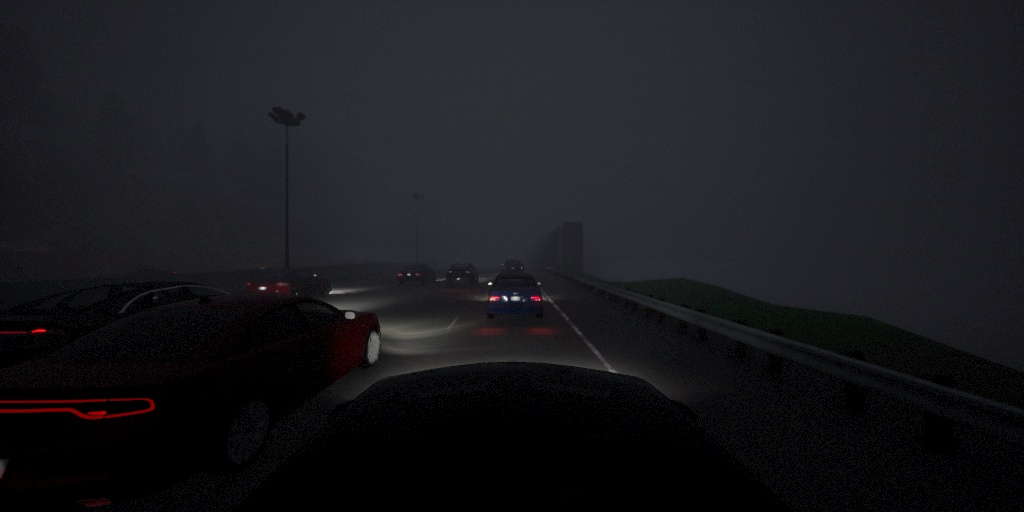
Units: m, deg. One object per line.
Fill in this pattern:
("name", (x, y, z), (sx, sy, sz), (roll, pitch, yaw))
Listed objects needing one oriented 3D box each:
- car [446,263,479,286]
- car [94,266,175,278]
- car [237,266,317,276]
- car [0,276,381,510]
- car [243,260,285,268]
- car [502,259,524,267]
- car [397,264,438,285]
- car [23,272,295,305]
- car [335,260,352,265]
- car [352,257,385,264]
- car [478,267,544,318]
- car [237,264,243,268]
("car", (-3.404, 1.243, 25.161), (2.128, 1.511, 4.902), (0, 0, 0))
("car", (-24.604, 1.318, 23.533), (1.994, 1.385, 4.181), (0, 0, 0))
("car", (-10.404, 1.316, 16.971), (1.994, 1.385, 4.181), (0, 0, 0))
("car", (-3.402, 1.228, 4.804), (1.882, 1.535, 5.008), (0, 0, 0))
("car", (-28.092, 1.233, 41.608), (1.882, 1.535, 5.008), (0, 0, 0))
("car", (0.091, 1.104, 34.207), (2.097, 1.767, 4.553), (0, 0, 0))
("car", (-6.906, 1.300, 26.523), (2.033, 1.411, 5.357), (0, 0, 0))
("car", (-6.902, 1.243, 7.088), (2.128, 1.511, 4.902), (0, 0, 0))
("car", (-24.514, 1.282, 53.134), (1.812, 1.442, 4.674), (0, 0, 1))
("car", (-21.022, 1.247, 52.699), (2.128, 1.511, 4.902), (0, 0, 1))
("car", (0.097, 1.298, 13.018), (2.033, 1.411, 5.357), (0, 0, 0))
("car", (-31.580, 1.248, 44.309), (2.128, 1.511, 4.902), (0, 0, 0))
